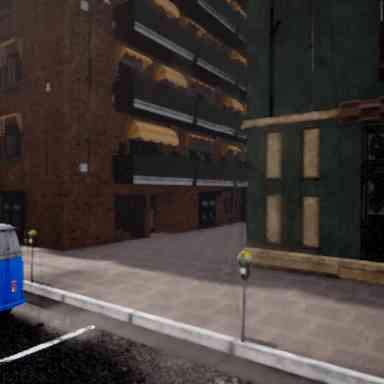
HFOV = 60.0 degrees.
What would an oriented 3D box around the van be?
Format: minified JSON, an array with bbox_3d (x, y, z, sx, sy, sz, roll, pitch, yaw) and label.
[{"bbox_3d":[-4.866,1.415,6.323,3.998,1.788,1.690,-1,1,36],"label":"van"}]
